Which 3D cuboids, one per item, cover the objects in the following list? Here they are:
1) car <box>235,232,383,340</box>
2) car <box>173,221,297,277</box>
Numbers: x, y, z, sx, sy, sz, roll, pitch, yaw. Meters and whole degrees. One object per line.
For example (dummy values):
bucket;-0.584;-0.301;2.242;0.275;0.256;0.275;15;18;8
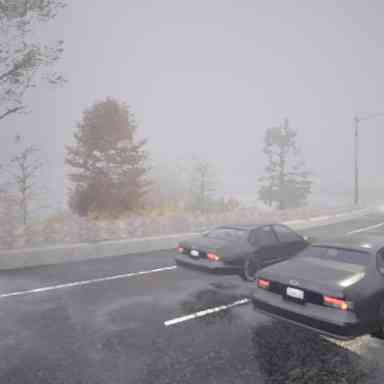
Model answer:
car;3.483;1.572;6.622;5.357;1.411;2.033;0;0;-40
car;2.004;1.588;9.967;5.357;1.411;2.033;0;0;-40
